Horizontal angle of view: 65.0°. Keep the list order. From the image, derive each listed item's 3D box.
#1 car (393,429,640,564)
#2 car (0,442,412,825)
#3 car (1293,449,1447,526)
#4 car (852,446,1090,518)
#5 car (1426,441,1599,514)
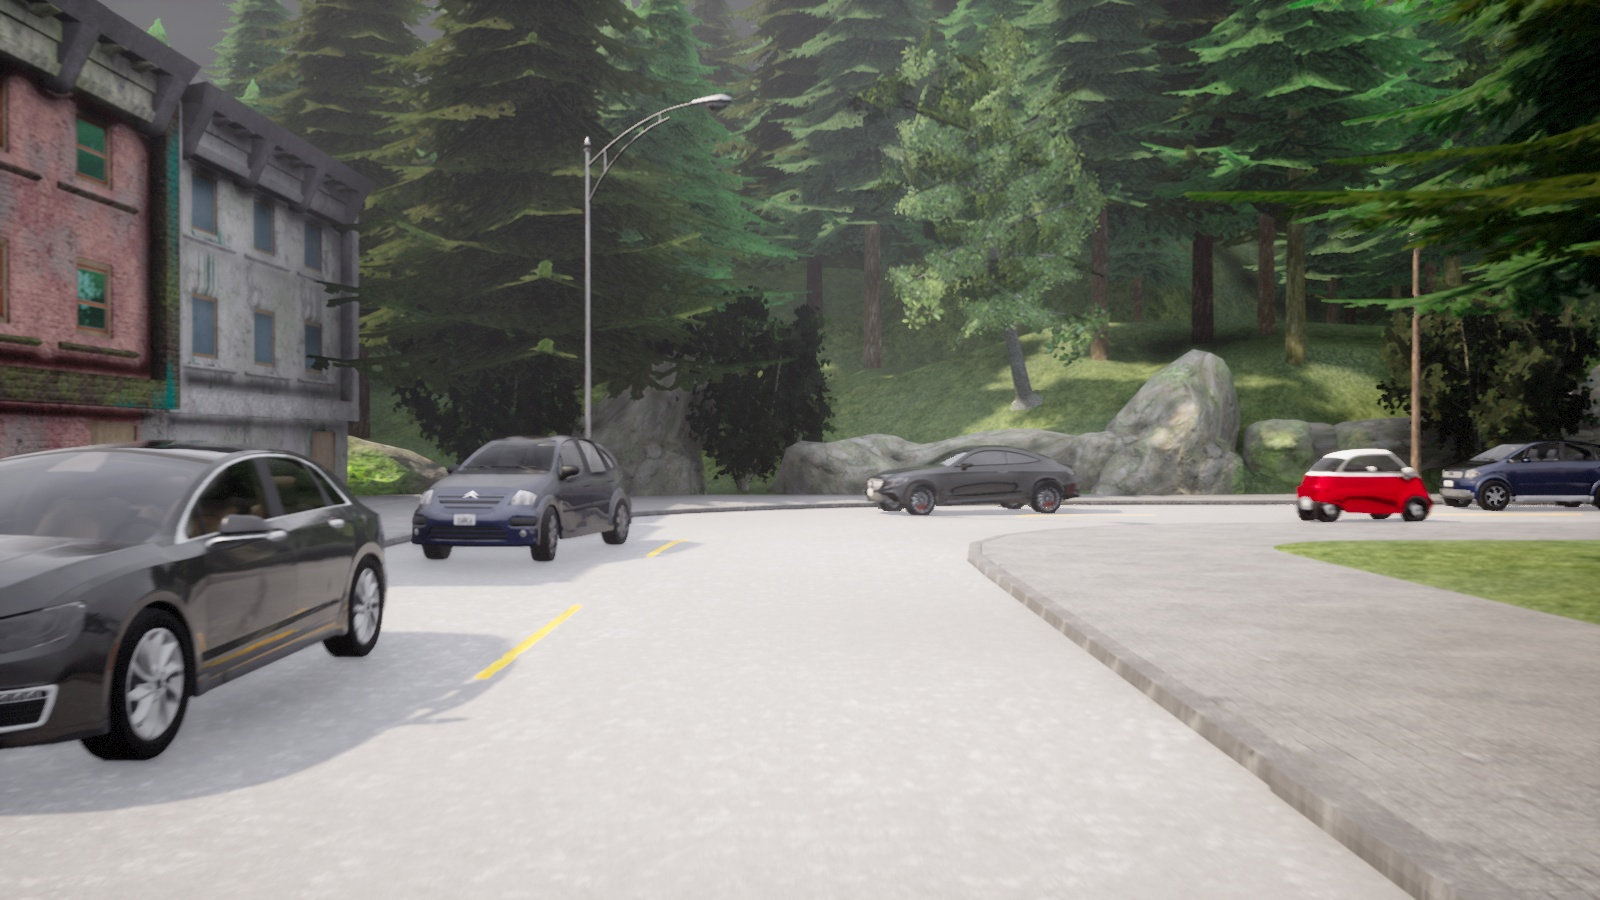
[{"bbox_3d":[-3.703,0.546,17.182,1.851,1.617,3.988,0,0,11],"label":"car"},{"bbox_3d":[-3.951,0.707,7.334,1.837,1.490,4.892,0,0,0],"label":"car"},{"bbox_3d":[10.661,0.677,23.577,2.207,1.376,1.481,0,0,-3],"label":"car"},{"bbox_3d":[3.621,0.627,26.669,4.674,1.442,1.812,0,0,-17],"label":"car"},{"bbox_3d":[16.126,0.582,27.733,3.705,1.549,1.789,0,0,0],"label":"car"}]
